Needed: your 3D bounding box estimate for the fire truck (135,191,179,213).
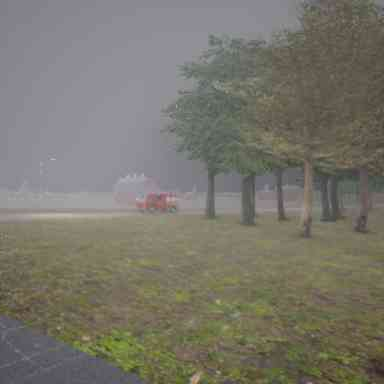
[{"bbox_3d":[-6.047,1.734,58.862,2.891,3.827,8.468,0,-2,39],"label":"fire truck"}]
